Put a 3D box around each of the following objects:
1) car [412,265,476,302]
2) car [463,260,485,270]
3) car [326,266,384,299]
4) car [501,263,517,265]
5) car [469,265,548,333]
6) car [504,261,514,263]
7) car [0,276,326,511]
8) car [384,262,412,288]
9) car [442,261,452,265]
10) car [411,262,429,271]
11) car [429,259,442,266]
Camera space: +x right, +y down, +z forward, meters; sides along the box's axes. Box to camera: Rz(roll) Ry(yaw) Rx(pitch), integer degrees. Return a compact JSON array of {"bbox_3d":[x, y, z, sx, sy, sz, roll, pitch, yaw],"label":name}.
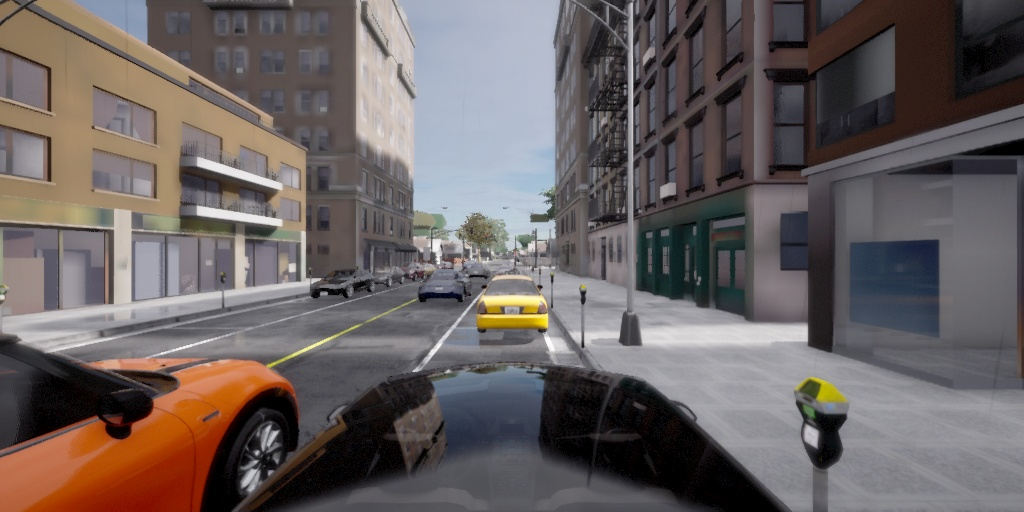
[{"bbox_3d":[-3.020,1.323,16.870,1.994,1.385,4.181,0,0,0],"label":"car"},{"bbox_3d":[-3.020,1.330,31.871,1.994,1.385,4.181,0,0,0],"label":"car"},{"bbox_3d":[-8.408,1.316,18.201,1.948,1.339,4.313,0,0,0],"label":"car"},{"bbox_3d":[-0.383,1.333,23.722,1.802,1.307,4.207,0,0,0],"label":"car"},{"bbox_3d":[0.005,1.206,10.690,1.801,1.575,5.366,0,0,0],"label":"car"},{"bbox_3d":[-0.383,1.280,29.411,1.751,1.417,4.829,0,0,0],"label":"car"},{"bbox_3d":[-3.020,1.101,1.469,2.097,1.767,4.553,0,0,0],"label":"car"},{"bbox_3d":[-8.408,1.302,23.719,2.007,1.370,4.403,0,0,0],"label":"car"},{"bbox_3d":[-8.408,1.203,40.275,1.967,1.591,4.097,0,0,0],"label":"car"},{"bbox_3d":[-8.408,1.194,29.238,1.967,1.591,4.097,0,0,0],"label":"car"},{"bbox_3d":[-8.408,1.284,34.586,1.751,1.417,4.829,0,0,0],"label":"car"}]
